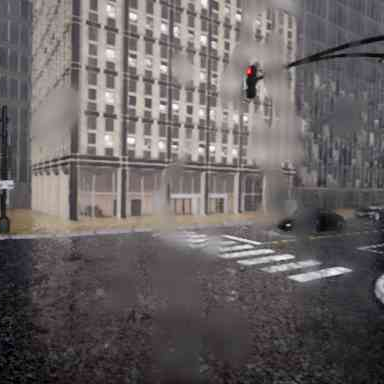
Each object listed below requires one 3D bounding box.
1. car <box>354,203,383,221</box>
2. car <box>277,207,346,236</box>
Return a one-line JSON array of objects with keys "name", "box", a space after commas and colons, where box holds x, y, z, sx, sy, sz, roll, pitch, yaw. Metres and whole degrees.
[{"name": "car", "box": [15.041, 1.566, 27.179, 4.403, 1.369, 2.008, 0, 2, -33]}, {"name": "car", "box": [6.854, 1.603, 18.978, 4.181, 1.385, 1.994, 0, 2, -33]}]
